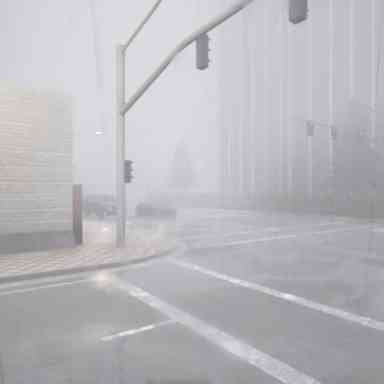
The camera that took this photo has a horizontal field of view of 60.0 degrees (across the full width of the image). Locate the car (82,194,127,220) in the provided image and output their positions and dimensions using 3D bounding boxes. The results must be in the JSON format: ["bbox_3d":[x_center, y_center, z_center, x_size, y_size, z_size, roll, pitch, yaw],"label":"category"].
[{"bbox_3d":[-7.718,1.264,29.285,2.150,2.045,5.566,0,0,-35],"label":"car"}]

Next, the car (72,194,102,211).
[{"bbox_3d":[-14.021,1.340,44.196,2.150,2.045,5.566,0,0,-36],"label":"car"}]

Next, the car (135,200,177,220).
[{"bbox_3d":[-3.210,1.518,29.005,1.882,1.535,5.008,0,0,-36],"label":"car"}]
